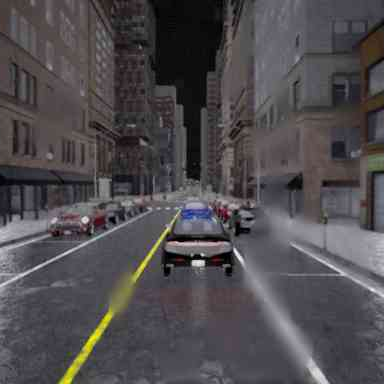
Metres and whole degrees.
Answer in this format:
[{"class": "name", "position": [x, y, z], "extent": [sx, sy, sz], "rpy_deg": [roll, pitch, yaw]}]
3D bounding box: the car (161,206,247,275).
[{"class": "car", "position": [0.163, 1.412, 10.115], "extent": [2.128, 1.511, 4.902], "rpy_deg": [0, 0, 0]}]

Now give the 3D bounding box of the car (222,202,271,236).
[{"class": "car", "position": [2.857, 1.432, 17.096], "extent": [1.947, 1.339, 4.313], "rpy_deg": [-1, 0, 0]}]

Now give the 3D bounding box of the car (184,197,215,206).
[{"class": "car", "position": [0.231, 1.313, 21.216], "extent": [1.882, 1.535, 5.008], "rpy_deg": [0, 0, 0]}]

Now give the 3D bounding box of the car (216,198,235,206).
[{"class": "car", "position": [2.891, 1.369, 22.601], "extent": [1.887, 1.381, 4.507], "rpy_deg": [-1, 0, 0]}]

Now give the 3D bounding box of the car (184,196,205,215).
[{"class": "car", "position": [0.196, 1.213, 31.553], "extent": [1.801, 1.575, 5.366], "rpy_deg": [0, 0, 0]}]

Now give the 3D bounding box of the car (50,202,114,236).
[{"class": "car", "position": [-5.670, 1.306, 17.148], "extent": [1.967, 1.590, 4.097], "rpy_deg": [-1, 0, 0]}]

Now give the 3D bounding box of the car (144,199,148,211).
[{"class": "car", "position": [-5.566, 1.286, 33.664], "extent": [1.887, 1.381, 4.507], "rpy_deg": [-1, 0, 0]}]

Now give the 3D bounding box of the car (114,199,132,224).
[{"class": "car", "position": [-5.634, 1.390, 22.654], "extent": [1.947, 1.339, 4.313], "rpy_deg": [-1, 0, 0]}]

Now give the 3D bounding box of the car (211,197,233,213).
[{"class": "car", "position": [2.959, 1.286, 33.611], "extent": [1.887, 1.381, 4.507], "rpy_deg": [-1, 0, 0]}]

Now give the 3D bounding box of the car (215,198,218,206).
[{"class": "car", "position": [2.925, 1.327, 28.106], "extent": [1.887, 1.381, 4.507], "rpy_deg": [-1, 0, 0]}]

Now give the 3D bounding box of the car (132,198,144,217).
[{"class": "car", "position": [-5.600, 1.334, 28.159], "extent": [2.008, 1.369, 4.403], "rpy_deg": [-1, 0, 0]}]
